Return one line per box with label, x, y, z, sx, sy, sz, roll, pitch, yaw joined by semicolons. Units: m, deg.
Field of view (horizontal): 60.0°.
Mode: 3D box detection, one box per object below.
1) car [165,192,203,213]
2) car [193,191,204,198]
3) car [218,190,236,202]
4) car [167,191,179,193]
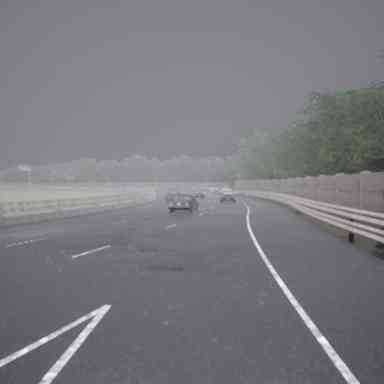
car;-0.634;0.955;27.951;2.033;1.411;5.357;0;1;8
car;0.914;0.406;56.729;1.895;1.301;4.718;0;1;-5
car;4.626;0.599;44.334;1.812;1.442;4.674;0;1;2
car;-2.382;0.582;42.896;2.128;1.511;4.902;0;1;2
